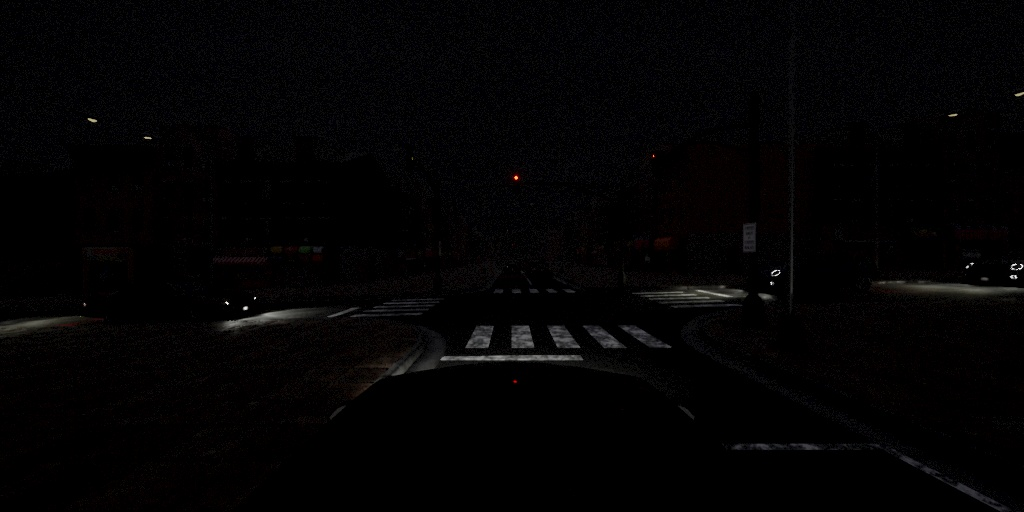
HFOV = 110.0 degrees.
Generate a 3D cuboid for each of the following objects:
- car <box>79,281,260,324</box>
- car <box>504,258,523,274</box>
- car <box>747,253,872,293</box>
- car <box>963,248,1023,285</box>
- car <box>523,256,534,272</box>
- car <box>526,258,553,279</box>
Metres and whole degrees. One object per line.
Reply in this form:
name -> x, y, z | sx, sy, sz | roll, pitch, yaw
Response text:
car -> -12.587, 1.643, 13.344 | 5.357, 1.411, 2.033 | -2, 0, 0
car -> 0.080, 1.336, 43.270 | 1.812, 1.442, 4.674 | 0, 0, 0
car -> 13.358, 0.685, 16.364 | 4.553, 1.767, 2.097 | -1, 0, 1
car -> 23.796, 0.414, 16.363 | 4.553, 1.767, 2.097 | -2, 0, 0
car -> 2.632, 1.112, 38.575 | 2.192, 1.841, 5.009 | 0, 0, 0
car -> 2.633, 1.225, 33.174 | 1.967, 1.591, 4.097 | 0, 0, 0
